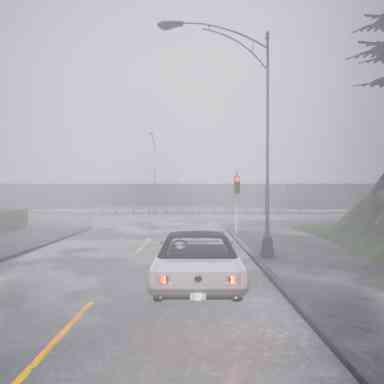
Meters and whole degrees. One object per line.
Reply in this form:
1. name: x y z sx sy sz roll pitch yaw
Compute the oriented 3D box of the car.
1. car: 0.116 1.601 8.226 1.895 1.301 4.718 0 0 0
